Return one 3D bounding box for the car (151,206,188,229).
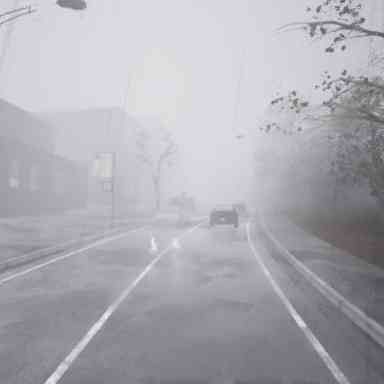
[{"bbox_3d":[-1.483,1.723,23.214,1.812,1.442,4.674,-1,-1,9],"label":"car"}]

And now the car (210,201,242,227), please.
[{"bbox_3d":[2.411,1.630,23.923,1.882,1.535,5.008,-1,0,10],"label":"car"}]

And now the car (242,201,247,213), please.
[{"bbox_3d":[5.735,1.792,41.225,1.812,1.442,4.674,-1,-1,11],"label":"car"}]
